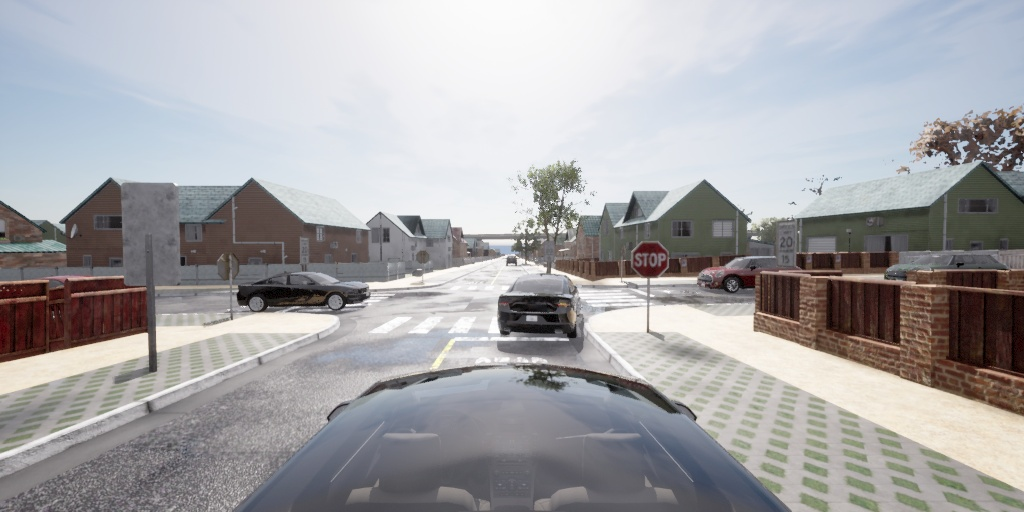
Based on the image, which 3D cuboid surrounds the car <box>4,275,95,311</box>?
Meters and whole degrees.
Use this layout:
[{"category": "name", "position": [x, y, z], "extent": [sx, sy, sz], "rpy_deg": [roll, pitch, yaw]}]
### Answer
[{"category": "car", "position": [-18.035, 1.546, 14.747], "extent": [5.008, 1.535, 1.882], "rpy_deg": [-1, 2, 0]}]

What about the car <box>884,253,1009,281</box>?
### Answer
[{"category": "car", "position": [21.685, 0.646, 18.006], "extent": [4.553, 1.767, 2.097], "rpy_deg": [-1, 2, 0]}]

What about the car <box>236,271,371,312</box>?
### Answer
[{"category": "car", "position": [-8.482, 1.376, 14.820], "extent": [5.008, 1.535, 1.882], "rpy_deg": [-1, 2, 0]}]

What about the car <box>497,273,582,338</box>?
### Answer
[{"category": "car", "position": [0.949, 1.224, 10.303], "extent": [1.882, 1.535, 5.008], "rpy_deg": [0, 0, 12]}]

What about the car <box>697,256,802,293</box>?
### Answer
[{"category": "car", "position": [11.790, 0.820, 17.924], "extent": [4.553, 1.767, 2.097], "rpy_deg": [-1, 2, 0]}]
